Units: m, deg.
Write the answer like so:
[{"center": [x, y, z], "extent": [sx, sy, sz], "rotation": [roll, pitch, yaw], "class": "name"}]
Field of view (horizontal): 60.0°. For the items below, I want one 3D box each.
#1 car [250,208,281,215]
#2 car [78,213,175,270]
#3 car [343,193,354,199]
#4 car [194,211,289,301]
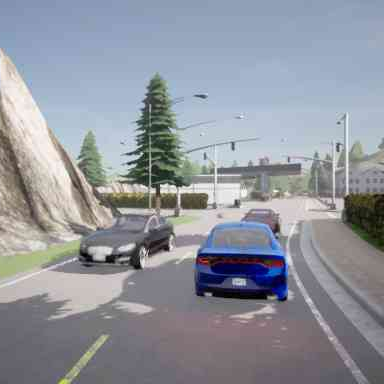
[{"center": [3.687, 1.564, 17.664], "extent": [1.994, 1.385, 4.181], "rotation": [0, 0, 17], "class": "car"}, {"center": [-1.948, 1.491, 11.264], "extent": [2.128, 1.511, 4.902], "rotation": [0, 0, 13], "class": "car"}, {"center": [40.162, 1.076, 82.998], "extent": [3.866, 1.878, 1.905], "rotation": [0, 0, 19], "class": "car"}, {"center": [1.287, 1.478, 8.474], "extent": [1.882, 1.535, 5.008], "rotation": [0, 0, 10], "class": "car"}]
